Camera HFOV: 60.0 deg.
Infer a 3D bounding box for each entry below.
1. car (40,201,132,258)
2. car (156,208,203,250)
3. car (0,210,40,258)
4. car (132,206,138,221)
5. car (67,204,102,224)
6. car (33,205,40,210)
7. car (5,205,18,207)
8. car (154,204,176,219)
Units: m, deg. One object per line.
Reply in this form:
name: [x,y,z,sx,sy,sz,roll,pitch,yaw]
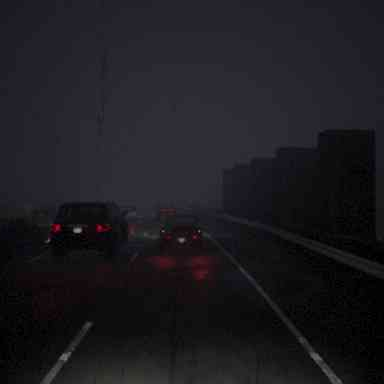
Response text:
car: [-3.962,1.372,13.644,2.150,2.045,5.566,0,0,-4]
car: [-0.578,1.689,15.178,1.812,1.442,4.674,0,0,-5]
car: [-7.449,1.691,13.356,2.033,1.411,5.357,0,-1,-4]
car: [-5.880,1.924,30.217,1.895,1.301,4.718,0,-1,-9]
car: [-9.220,1.858,28.974,2.033,1.411,5.357,0,-1,-9]
car: [-12.964,1.800,30.146,1.882,1.535,5.008,0,0,-9]
car: [-30.634,2.112,57.103,1.837,1.490,4.892,0,0,-18]
car: [-2.461,1.824,30.982,2.128,1.511,4.902,0,0,-9]
